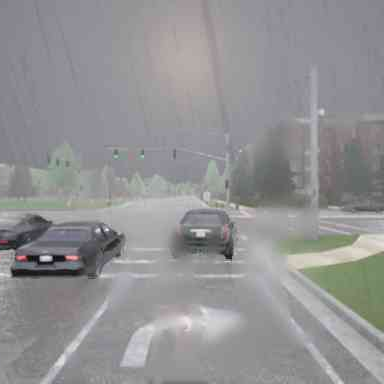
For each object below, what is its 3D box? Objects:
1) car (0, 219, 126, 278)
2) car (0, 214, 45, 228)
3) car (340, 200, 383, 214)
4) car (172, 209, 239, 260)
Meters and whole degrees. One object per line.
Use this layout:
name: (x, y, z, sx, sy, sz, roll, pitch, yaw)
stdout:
car: (-3.408, 1.611, 10.271, 2.033, 1.411, 5.357, 0, 0, 0)
car: (-6.906, 1.609, 13.604, 1.812, 1.442, 4.674, 0, 0, 0)
car: (19.898, 1.729, 38.792, 4.902, 1.511, 2.128, 0, 0, 0)
car: (0.668, 1.431, 13.021, 2.097, 1.767, 4.553, 0, 0, 10)
